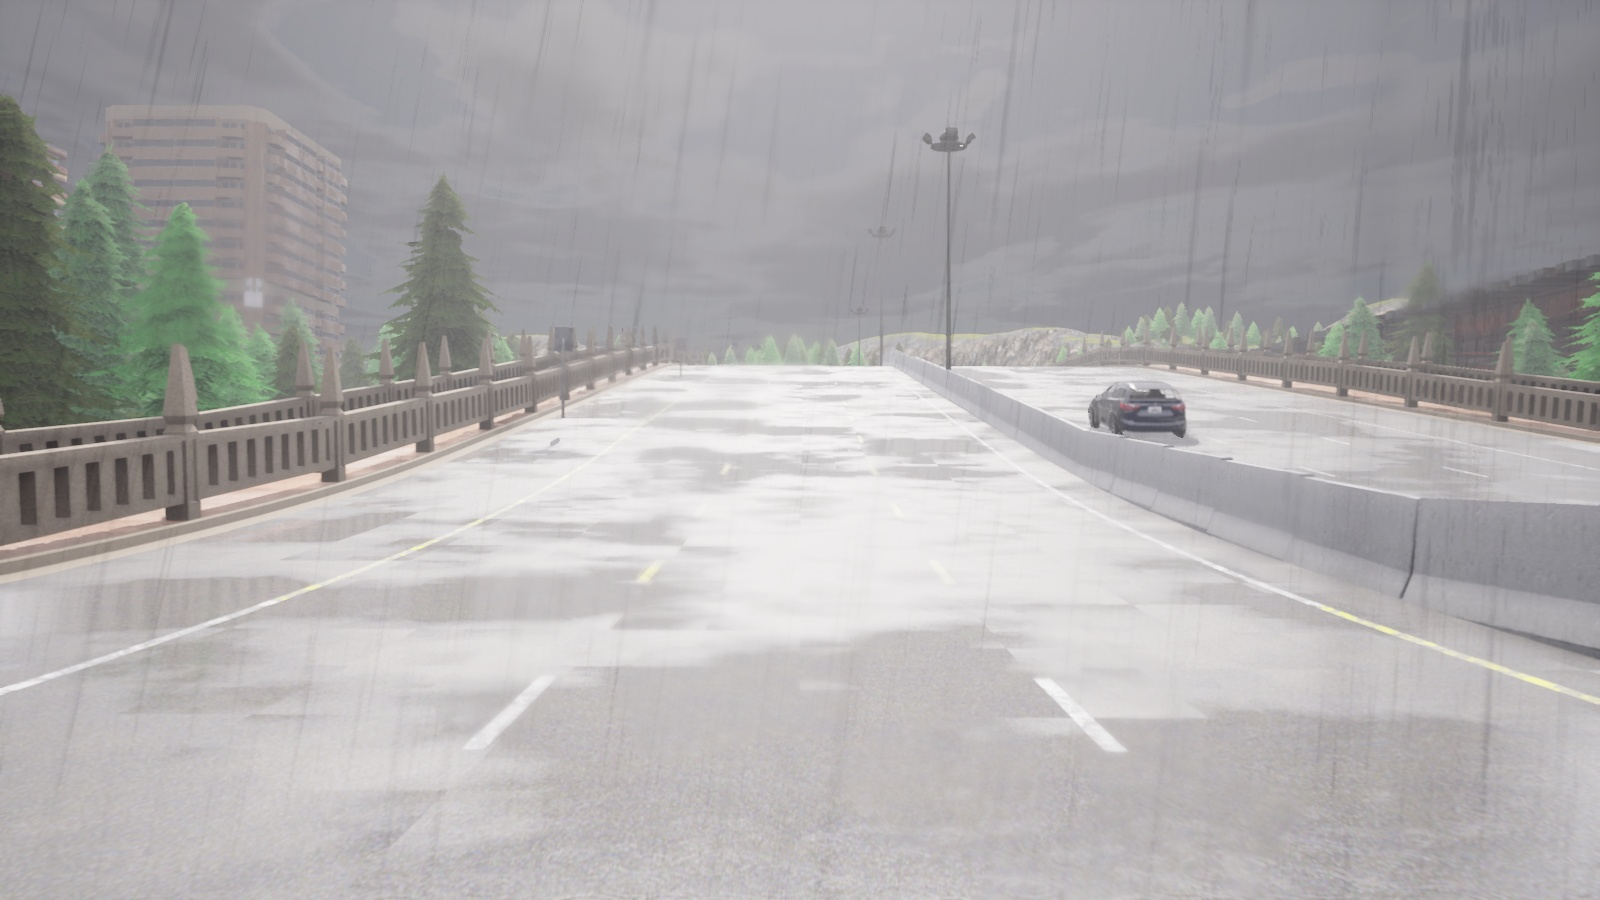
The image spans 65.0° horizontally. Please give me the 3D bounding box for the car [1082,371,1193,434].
[{"bbox_3d":[10.535,-1.554,39.644,2.242,1.667,4.611,0,6,0],"label":"car"}]
